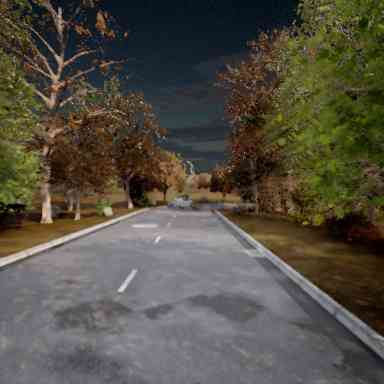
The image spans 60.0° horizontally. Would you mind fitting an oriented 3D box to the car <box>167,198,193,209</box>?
[{"bbox_3d":[-1.575,1.508,45.446,1.812,1.442,4.674,1,1,30],"label":"car"}]
